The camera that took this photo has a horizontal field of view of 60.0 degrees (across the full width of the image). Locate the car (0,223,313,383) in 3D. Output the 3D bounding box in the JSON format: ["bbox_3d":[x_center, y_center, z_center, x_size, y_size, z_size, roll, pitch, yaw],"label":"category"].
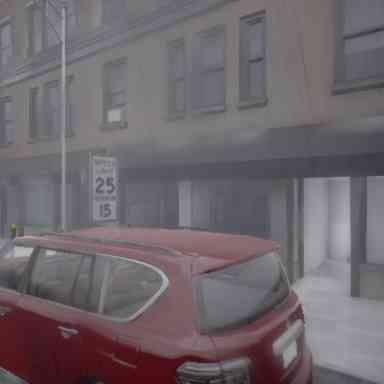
[{"bbox_3d":[-1.191,1.315,3.931,5.009,1.841,2.192,0,0,36],"label":"car"}]
